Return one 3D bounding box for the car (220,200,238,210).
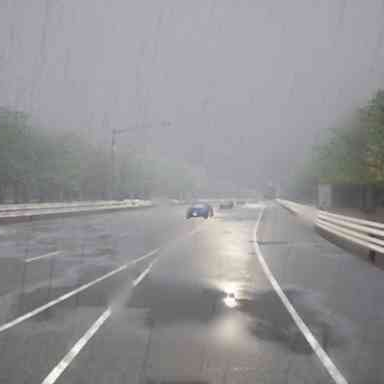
[{"bbox_3d":[5.378,1.897,50.871,2.128,1.511,4.902,0,-1,13],"label":"car"}]

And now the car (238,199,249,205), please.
[{"bbox_3d":[11.497,2.365,77.356,2.033,1.411,5.357,0,-1,13],"label":"car"}]

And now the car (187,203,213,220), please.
[{"bbox_3d":[0.778,1.737,30.723,1.812,1.442,4.674,0,0,13],"label":"car"}]
